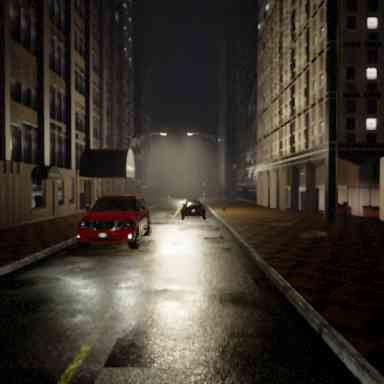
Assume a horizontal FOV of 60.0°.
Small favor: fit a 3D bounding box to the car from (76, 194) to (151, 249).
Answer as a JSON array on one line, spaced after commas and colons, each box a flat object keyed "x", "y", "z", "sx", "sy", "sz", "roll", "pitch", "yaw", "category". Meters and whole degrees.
[{"x": -3.090, "y": 1.124, "z": 14.279, "sx": 2.150, "sy": 2.045, "sz": 5.566, "roll": 0, "pitch": 0, "yaw": 0, "category": "car"}]

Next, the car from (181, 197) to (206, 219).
[{"x": 0.107, "y": 1.384, "z": 27.197, "sx": 1.994, "sy": 1.385, "sz": 4.181, "roll": 0, "pitch": 0, "yaw": 0, "category": "car"}]
